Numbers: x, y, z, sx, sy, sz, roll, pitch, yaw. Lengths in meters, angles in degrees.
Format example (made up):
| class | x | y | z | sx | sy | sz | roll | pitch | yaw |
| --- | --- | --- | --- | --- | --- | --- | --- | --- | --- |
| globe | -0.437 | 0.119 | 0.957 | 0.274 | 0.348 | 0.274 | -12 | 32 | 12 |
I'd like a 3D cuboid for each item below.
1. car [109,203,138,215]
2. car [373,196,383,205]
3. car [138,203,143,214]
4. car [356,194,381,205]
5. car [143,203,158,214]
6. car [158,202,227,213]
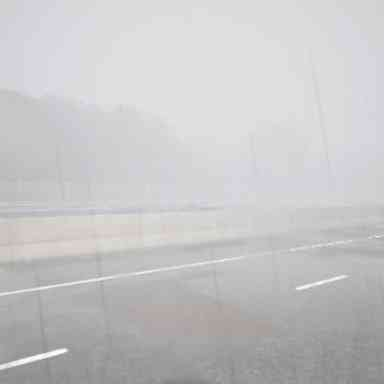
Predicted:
| class | x | y | z | sx | sy | sz | roll | pitch | yaw |
| --- | --- | --- | --- | --- | --- | --- | --- | --- | --- |
| car | -5.119 | 1.651 | 30.434 | 4.718 | 1.301 | 1.895 | 0 | 0 | -35 |
| car | 31.116 | 1.744 | 51.931 | 5.357 | 1.411 | 2.033 | 0 | 0 | -35 |
| car | -2.032 | 1.617 | 28.332 | 4.181 | 1.385 | 1.994 | 0 | 0 | -35 |
| car | 29.375 | 1.437 | 54.981 | 5.566 | 2.045 | 2.150 | 0 | 0 | -35 |
| car | -0.775 | 1.538 | 24.933 | 4.902 | 1.511 | 2.128 | 0 | 0 | -35 |
| car | 0.777 | 1.592 | 21.747 | 5.357 | 1.411 | 2.033 | 0 | 0 | -36 |
